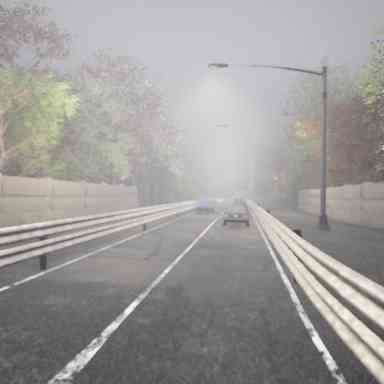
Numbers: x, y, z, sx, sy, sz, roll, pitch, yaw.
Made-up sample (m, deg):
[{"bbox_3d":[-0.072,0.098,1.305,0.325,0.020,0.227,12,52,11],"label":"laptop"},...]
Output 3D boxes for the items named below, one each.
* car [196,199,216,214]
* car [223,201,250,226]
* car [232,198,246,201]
[{"bbox_3d":[1.634,1.586,36.808,1.882,1.535,5.008,1,0,9],"label":"car"},{"bbox_3d":[3.234,1.640,24.304,2.033,1.411,5.357,1,0,9],"label":"car"},{"bbox_3d":[6.930,1.611,48.953,2.097,1.767,4.553,1,-1,9],"label":"car"}]
